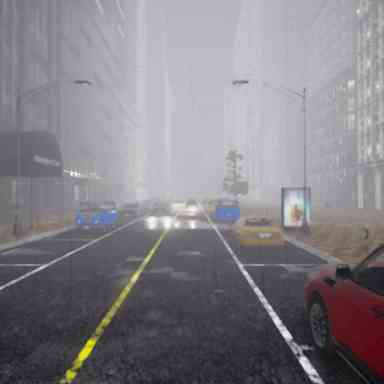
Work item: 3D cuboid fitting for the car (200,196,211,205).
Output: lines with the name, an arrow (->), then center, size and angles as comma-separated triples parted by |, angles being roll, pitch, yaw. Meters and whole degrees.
car -> 2.647, 1.624, 65.594 | 1.967, 1.590, 4.097 | 0, 0, 0

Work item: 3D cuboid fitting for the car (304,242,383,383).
car -> 2.696, 1.324, 3.017 | 2.192, 1.841, 5.009 | 0, 0, 0

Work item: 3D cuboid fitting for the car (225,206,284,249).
car -> 2.686, 1.565, 14.564 | 1.752, 1.417, 4.829 | 0, 0, 0

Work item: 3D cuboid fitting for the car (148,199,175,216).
car -> -3.122, 1.694, 34.192 | 1.895, 1.301, 4.718 | 0, 0, 0

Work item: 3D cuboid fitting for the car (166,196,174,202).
car -> -5.750, 1.797, 88.367 | 1.887, 1.381, 4.507 | 0, 0, 0

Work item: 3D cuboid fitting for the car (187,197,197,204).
car -> -0.051, 1.759, 67.261 | 1.994, 1.385, 4.181 | 0, 0, 0

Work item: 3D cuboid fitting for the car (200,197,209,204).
car -> 2.643, 1.745, 71.284 | 1.887, 1.381, 4.507 | 0, 0, 0

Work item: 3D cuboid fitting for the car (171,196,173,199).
car -> -5.738, 1.745, 71.299 | 1.887, 1.381, 4.507 | 0, 0, 0

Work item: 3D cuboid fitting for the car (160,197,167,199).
car -> -5.724, 1.591, 54.233 | 1.967, 1.590, 4.097 | 0, 0, 0

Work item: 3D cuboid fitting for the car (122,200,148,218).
car -> -5.708, 1.652, 31.476 | 1.947, 1.339, 4.313 | 0, 0, 0

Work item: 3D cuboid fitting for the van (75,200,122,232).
van -> -5.697, 1.396, 20.098 | 1.690, 1.788, 3.998 | 0, 0, 0

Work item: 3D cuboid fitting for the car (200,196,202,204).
car -> 2.651, 1.718, 59.906 | 2.008, 1.369, 4.403 | 0, 0, 0

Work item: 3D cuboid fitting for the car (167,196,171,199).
car -> -5.734, 1.735, 65.611 | 2.008, 1.369, 4.403 | 0, 0, 0

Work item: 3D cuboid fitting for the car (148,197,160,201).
car -> -5.716, 1.669, 42.854 | 2.008, 1.369, 4.403 | 0, 0, 0

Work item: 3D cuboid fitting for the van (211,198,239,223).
van -> 2.679, 1.411, 25.773 | 1.690, 1.788, 3.998 | 0, 0, 0

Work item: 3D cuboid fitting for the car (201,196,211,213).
car -> 2.322, 1.561, 37.598 | 1.801, 1.575, 5.366 | 0, 0, 0

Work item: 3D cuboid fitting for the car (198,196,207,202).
car -> 2.635, 1.786, 82.662 | 2.008, 1.369, 4.403 | 0, 0, 0

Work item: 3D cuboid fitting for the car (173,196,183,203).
car -> -3.056, 1.593, 74.752 | 2.128, 1.511, 4.902 | 0, 0, 0

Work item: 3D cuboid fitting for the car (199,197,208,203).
car -> 2.638, 1.800, 76.973 | 1.802, 1.307, 4.206 | 0, 0, 0

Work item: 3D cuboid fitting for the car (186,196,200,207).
car -> -0.041, 1.677, 54.541 | 1.812, 1.442, 4.674 | 0, 0, 0
